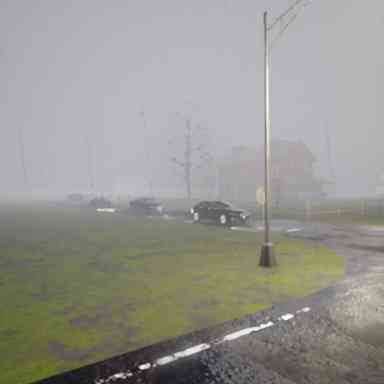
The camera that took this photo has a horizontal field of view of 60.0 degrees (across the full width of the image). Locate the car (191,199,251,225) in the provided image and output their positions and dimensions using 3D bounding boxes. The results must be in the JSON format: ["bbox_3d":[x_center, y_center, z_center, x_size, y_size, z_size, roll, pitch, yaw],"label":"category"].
[{"bbox_3d":[1.827,1.293,22.426,1.837,1.490,4.892,-1,1,-35],"label":"car"}]

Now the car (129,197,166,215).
[{"bbox_3d":[-4.188,1.251,30.953,2.128,1.511,4.902,-1,1,-35],"label":"car"}]

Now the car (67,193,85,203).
[{"bbox_3d":[-20.927,0.993,59.787,2.097,1.767,4.553,-1,1,-35],"label":"car"}]

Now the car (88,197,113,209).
[{"bbox_3d":[-11.260,1.293,40.994,1.994,1.385,4.181,-1,1,-35],"label":"car"}]
